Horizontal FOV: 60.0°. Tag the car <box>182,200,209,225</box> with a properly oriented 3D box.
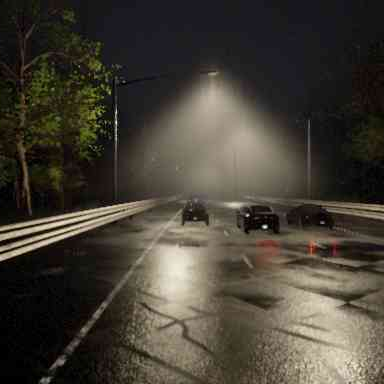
[{"bbox_3d":[0.245,1.510,23.665,1.812,1.442,4.674,0,0,1],"label":"car"}]

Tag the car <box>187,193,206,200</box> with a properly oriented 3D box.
[{"bbox_3d":[0.535,1.191,41.775,2.150,2.045,5.566,0,0,1],"label":"car"}]

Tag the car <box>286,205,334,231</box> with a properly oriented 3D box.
[{"bbox_3d":[7.205,1.514,20.625,1.812,1.442,4.674,0,0,0],"label":"car"}]

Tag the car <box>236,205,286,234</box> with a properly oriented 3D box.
[{"bbox_3d":[3.703,1.493,19.197,1.837,1.490,4.892,0,0,1],"label":"car"}]
